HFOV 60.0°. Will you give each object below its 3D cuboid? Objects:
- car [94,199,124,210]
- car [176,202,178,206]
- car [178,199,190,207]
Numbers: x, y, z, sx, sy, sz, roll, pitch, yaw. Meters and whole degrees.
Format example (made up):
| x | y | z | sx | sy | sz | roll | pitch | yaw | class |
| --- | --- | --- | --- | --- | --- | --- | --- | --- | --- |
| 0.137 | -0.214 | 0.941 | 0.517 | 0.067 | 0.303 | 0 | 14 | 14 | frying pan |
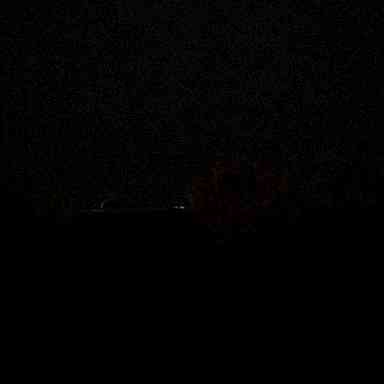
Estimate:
| x | y | z | sx | sy | sz | roll | pitch | yaw | class |
| --- | --- | --- | --- | --- | --- | --- | --- | --- | --- |
| -12.580 | 1.781 | 50.359 | 2.097 | 1.767 | 4.553 | -1 | -1 | 36 | car |
| -1.138 | 2.181 | 66.102 | 1.837 | 1.490 | 4.892 | -1 | -1 | 36 | car |
| 0.138 | 2.056 | 61.812 | 1.837 | 1.490 | 4.892 | -1 | -1 | 36 | car |
